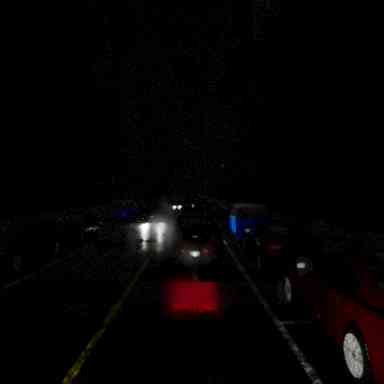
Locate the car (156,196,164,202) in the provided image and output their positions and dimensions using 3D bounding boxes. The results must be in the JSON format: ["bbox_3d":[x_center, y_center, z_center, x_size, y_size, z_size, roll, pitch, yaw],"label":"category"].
[{"bbox_3d":[-5.761,1.797,50.075,1.967,1.590,4.097,0,0,0],"label":"car"}]

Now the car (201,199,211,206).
[{"bbox_3d":[2.763,2.044,66.892,1.947,1.339,4.313,0,0,0],"label":"car"}]

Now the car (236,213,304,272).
[{"bbox_3d":[2.765,1.623,10.872,1.887,1.381,4.507,0,0,0],"label":"car"}]

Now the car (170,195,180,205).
[{"bbox_3d":[-3.007,1.996,68.105,2.128,1.511,4.902,0,0,0],"label":"car"}]

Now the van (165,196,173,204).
[{"bbox_3d":[-5.762,1.945,83.685,1.690,1.788,3.998,0,0,0],"label":"van"}]

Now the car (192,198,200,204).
[{"bbox_3d":[0.838,2.057,76.743,1.837,1.490,4.892,0,0,0],"label":"car"}]

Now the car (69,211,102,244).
[{"bbox_3d":[-5.760,1.662,16.465,1.887,1.381,4.507,0,0,0],"label":"car"}]

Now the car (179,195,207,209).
[{"bbox_3d":[0.099,1.472,35.162,2.150,2.045,5.566,0,0,0],"label":"car"}]

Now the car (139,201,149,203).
[{"bbox_3d":[-5.761,1.819,33.269,1.802,1.307,4.206,0,0,0],"label":"car"}]

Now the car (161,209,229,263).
[{"bbox_3d":[0.090,1.593,12.264,1.837,1.490,4.892,0,0,0],"label":"car"}]

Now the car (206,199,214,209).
[{"bbox_3d":[2.765,1.677,33.281,1.967,1.590,4.097,0,0,0],"label":"car"}]

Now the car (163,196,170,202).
[{"bbox_3d":[-5.761,1.752,61.279,2.192,1.841,5.009,0,0,0],"label":"car"}]

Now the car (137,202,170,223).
[{"bbox_3d":[-3.100,1.762,27.818,1.994,1.385,4.181,0,0,0],"label":"car"}]

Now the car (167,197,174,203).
[{"bbox_3d":[-5.763,2.171,89.115,1.752,1.417,4.829,0,0,0],"label":"car"}]

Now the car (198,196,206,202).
[{"bbox_3d":[2.763,2.006,94.903,2.192,1.841,5.009,0,0,0],"label":"car"}]

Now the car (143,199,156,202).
[{"bbox_3d":[-5.761,1.717,38.872,1.967,1.590,4.097,0,0,0],"label":"car"}]

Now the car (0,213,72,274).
[{"bbox_3d":[-5.760,1.622,10.863,1.887,1.381,4.507,0,0,0],"label":"car"}]

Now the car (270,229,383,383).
[{"bbox_3d":[2.765,1.583,5.270,1.887,1.381,4.507,0,0,0],"label":"car"}]

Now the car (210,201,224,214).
[{"bbox_3d":[2.765,1.742,27.679,1.887,1.381,4.507,0,0,0],"label":"car"}]

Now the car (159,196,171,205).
[{"bbox_3d":[-5.761,1.834,72.483,2.192,1.841,5.009,0,0,0],"label":"car"}]

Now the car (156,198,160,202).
[{"bbox_3d":[-5.761,1.883,44.473,1.947,1.339,4.313,0,0,0],"label":"car"}]

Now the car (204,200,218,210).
[{"bbox_3d":[2.764,1.902,50.086,1.887,1.381,4.507,0,0,0],"label":"car"}]

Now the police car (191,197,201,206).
[{"bbox_3d":[0.857,1.904,66.851,1.930,1.638,5.238,0,0,0],"label":"police car"}]

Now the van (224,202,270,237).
[{"bbox_3d":[2.766,1.459,16.475,1.690,1.788,3.998,0,0,0],"label":"van"}]

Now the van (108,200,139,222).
[{"bbox_3d":[-5.760,1.538,27.670,1.690,1.788,3.998,0,0,0],"label":"van"}]

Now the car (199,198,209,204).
[{"bbox_3d":[2.763,2.112,78.095,2.008,1.369,4.403,0,0,0],"label":"car"}]

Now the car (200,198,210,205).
[{"bbox_3d":[2.763,2.086,72.494,1.947,1.339,4.313,0,0,0],"label":"car"}]

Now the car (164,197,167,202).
[{"bbox_3d":[-5.762,1.963,55.676,1.947,1.339,4.313,0,0,0],"label":"car"}]

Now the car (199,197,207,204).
[{"bbox_3d":[2.763,2.044,83.699,1.967,1.590,4.097,0,0,0],"label":"car"}]
